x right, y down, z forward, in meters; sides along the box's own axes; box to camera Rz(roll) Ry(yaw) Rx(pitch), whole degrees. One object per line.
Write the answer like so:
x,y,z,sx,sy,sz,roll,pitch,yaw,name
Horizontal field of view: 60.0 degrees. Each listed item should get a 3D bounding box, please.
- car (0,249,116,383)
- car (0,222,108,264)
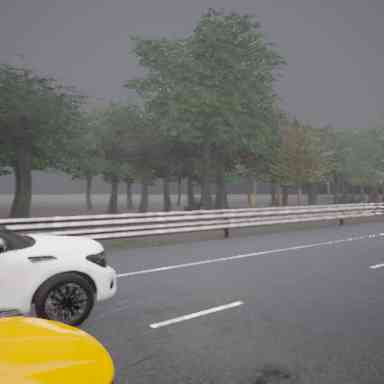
-2.864,1.476,1.702,5.008,1.535,1.882,0,0,-36,car
-4.044,1.221,5.174,5.566,2.045,2.150,0,0,-36,car
